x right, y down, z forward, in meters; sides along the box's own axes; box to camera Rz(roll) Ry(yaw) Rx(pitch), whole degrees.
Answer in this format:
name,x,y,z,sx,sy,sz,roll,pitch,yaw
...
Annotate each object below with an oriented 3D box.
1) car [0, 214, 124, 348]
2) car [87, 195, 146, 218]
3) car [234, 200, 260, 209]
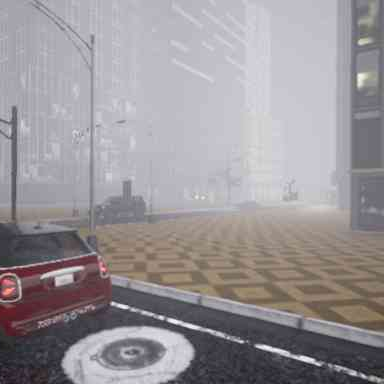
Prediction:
name,x,y,z,sx,sy,sz,roll,pitch,yaw
car,-3.670,1.358,6.308,4.553,1.767,2.097,0,0,36
car,-6.501,1.325,29.299,2.150,2.045,5.566,1,0,36
car,8.140,1.817,48.874,1.895,1.301,4.718,1,0,37
